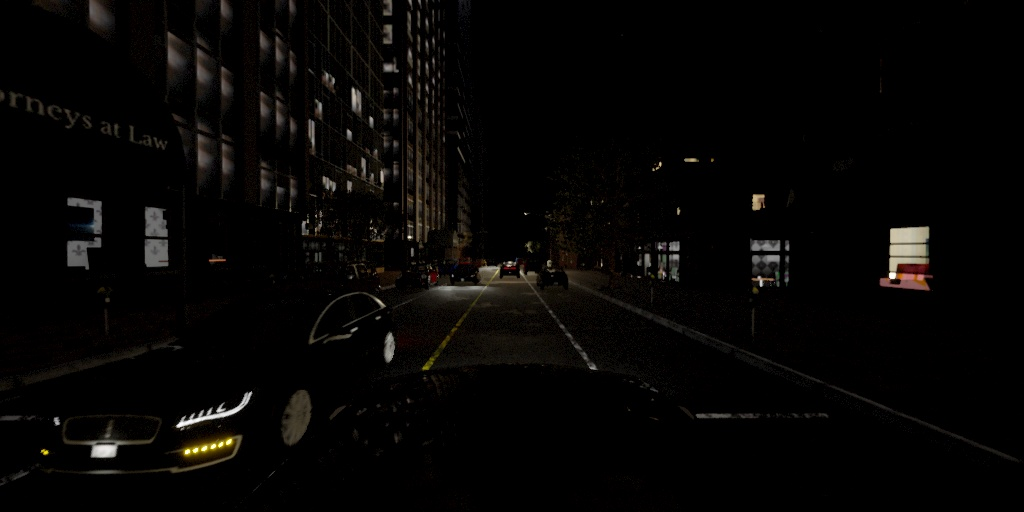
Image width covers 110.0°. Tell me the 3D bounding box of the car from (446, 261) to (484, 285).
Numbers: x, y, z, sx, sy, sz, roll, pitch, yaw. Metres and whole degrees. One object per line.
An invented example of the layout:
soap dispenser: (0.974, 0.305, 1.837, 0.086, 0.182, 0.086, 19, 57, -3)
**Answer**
car: (-3.329, 1.311, 26.287, 1.812, 1.442, 4.674, 0, 0, -1)

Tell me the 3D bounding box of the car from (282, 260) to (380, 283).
car: (-5.879, 1.075, 11.642, 2.192, 1.841, 5.009, 0, 0, -1)

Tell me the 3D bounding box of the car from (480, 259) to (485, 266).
car: (-6.267, 1.380, 62.182, 1.888, 1.381, 4.507, 0, 0, -1)

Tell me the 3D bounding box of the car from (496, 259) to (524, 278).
car: (-0.205, 1.293, 34.432, 2.128, 1.511, 4.902, 0, 0, -1)

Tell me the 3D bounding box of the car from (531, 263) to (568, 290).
car: (2.508, 1.337, 22.777, 2.007, 1.370, 4.403, 0, 0, -1)

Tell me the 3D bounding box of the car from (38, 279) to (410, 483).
car: (-3.121, 1.260, 5.154, 1.837, 1.490, 4.892, 0, -1, -1)

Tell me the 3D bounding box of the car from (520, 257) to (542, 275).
car: (2.328, 1.127, 40.115, 2.192, 1.841, 5.009, 0, 0, -1)

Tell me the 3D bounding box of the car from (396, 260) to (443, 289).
car: (-5.896, 1.217, 22.712, 1.967, 1.591, 4.097, 0, 0, -1)

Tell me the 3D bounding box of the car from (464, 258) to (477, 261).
car: (-6.106, 1.126, 45.578, 2.192, 1.841, 5.009, 0, 0, -1)

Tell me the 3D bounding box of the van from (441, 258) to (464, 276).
van: (-5.999, 1.136, 34.509, 1.690, 1.789, 3.998, 0, 0, -1)
